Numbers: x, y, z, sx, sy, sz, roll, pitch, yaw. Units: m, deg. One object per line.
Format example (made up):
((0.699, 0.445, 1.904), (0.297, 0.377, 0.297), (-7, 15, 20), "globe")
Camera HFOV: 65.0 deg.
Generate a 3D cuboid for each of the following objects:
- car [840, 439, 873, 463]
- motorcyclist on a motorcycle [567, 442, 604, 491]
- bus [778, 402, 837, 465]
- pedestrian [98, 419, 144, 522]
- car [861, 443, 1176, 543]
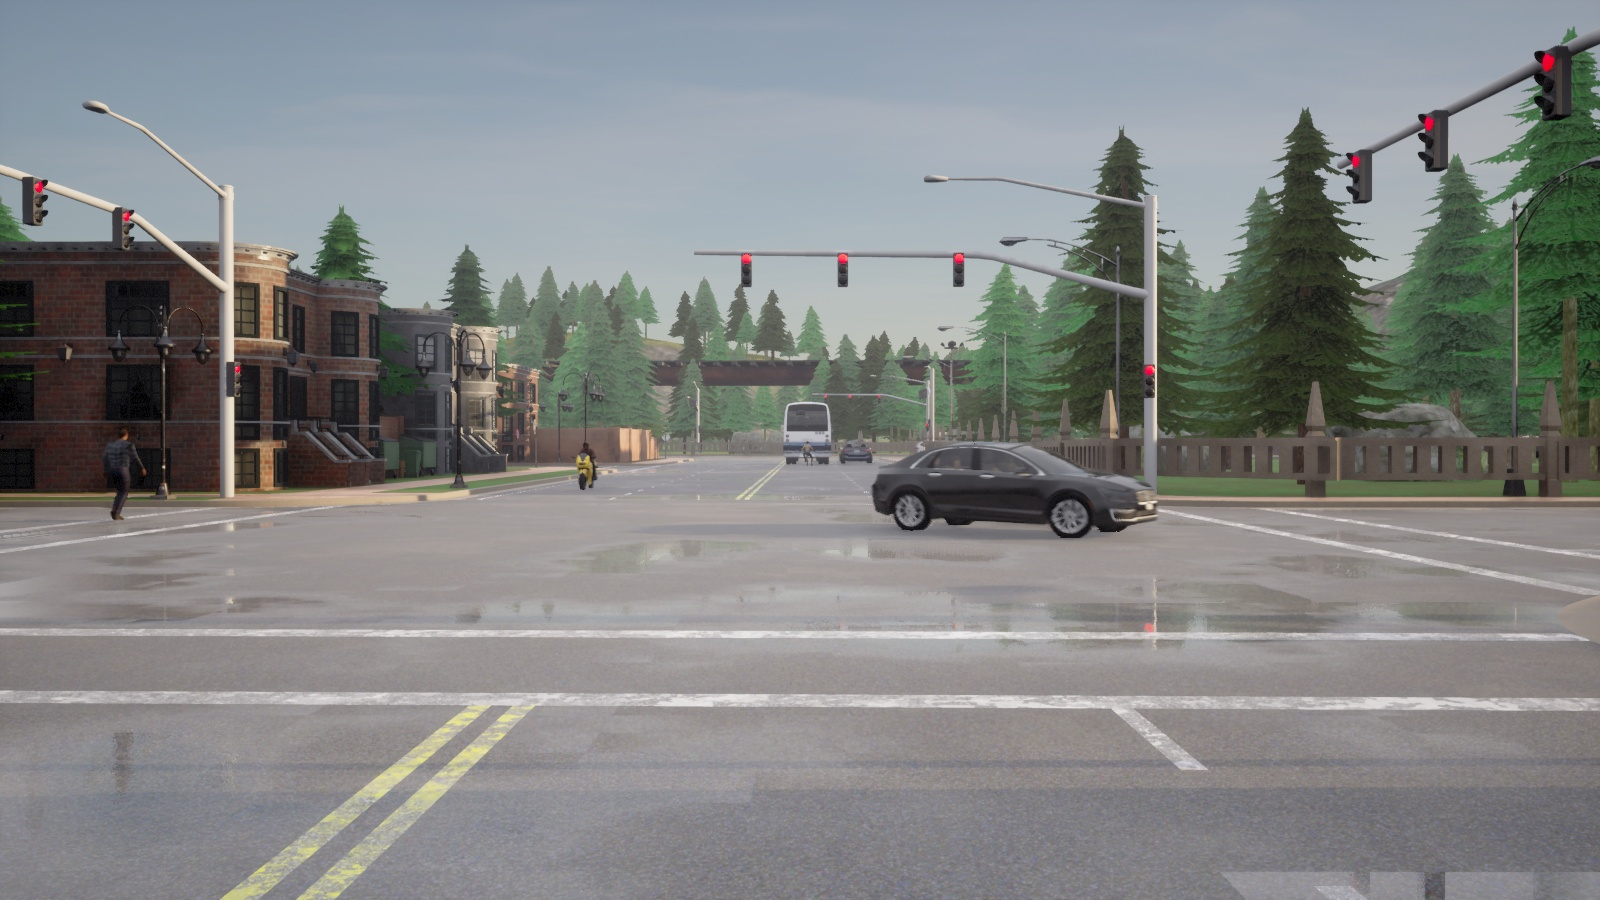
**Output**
((4.025, 0.083, 90.532), (2.242, 1.667, 4.611), (0, 0, 1), "car")
((-6.761, 0.499, 39.690), (0.797, 1.523, 2.044), (0, 0, 0), "motorcyclist on a motorcycle")
((0.524, -1.136, 89.810), (3.944, 4.253, 10.273), (0, 0, 0), "bus")
((-13.005, 0.389, 24.062), (0.423, 1.949, 0.788), (0, 0, 2), "pedestrian")
((3.577, 0.635, 21.044), (4.892, 1.490, 1.837), (0, 1, 36), "car")
